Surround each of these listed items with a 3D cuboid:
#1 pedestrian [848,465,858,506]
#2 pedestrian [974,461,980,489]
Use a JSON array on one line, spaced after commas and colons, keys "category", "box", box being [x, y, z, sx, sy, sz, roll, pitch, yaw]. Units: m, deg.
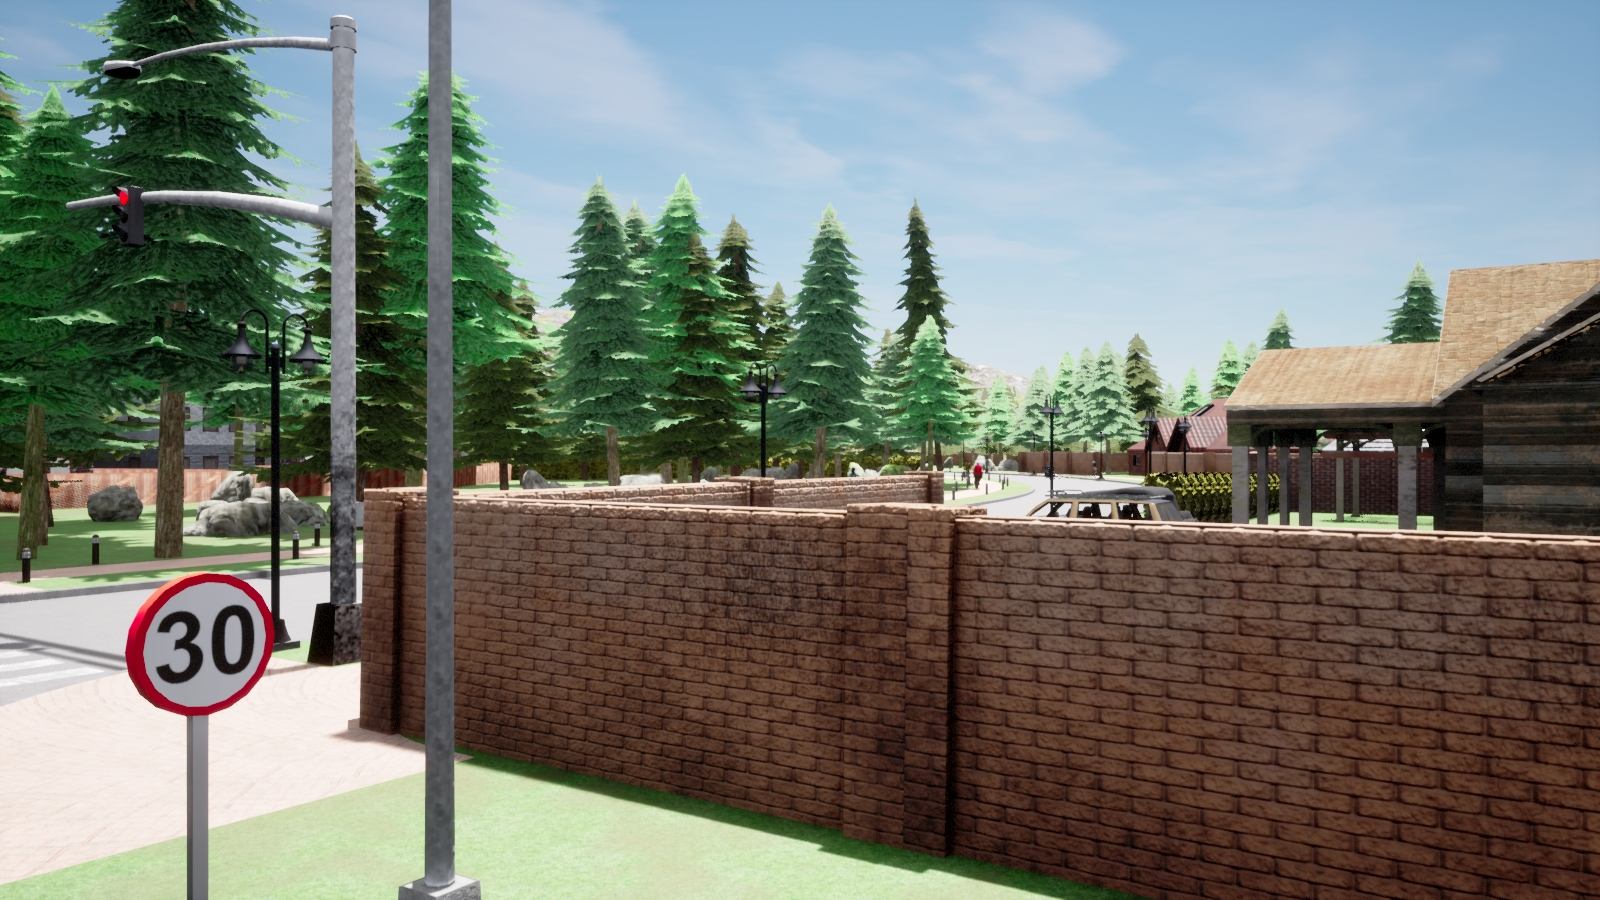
[{"category": "pedestrian", "box": [2.444, 1.645, 52.556, 0.375, 1.860, 0.375, 0, 0, 23]}, {"category": "pedestrian", "box": [11.755, 1.642, 75.707, 0.375, 1.860, 0.375, 0, 0, 13]}]
